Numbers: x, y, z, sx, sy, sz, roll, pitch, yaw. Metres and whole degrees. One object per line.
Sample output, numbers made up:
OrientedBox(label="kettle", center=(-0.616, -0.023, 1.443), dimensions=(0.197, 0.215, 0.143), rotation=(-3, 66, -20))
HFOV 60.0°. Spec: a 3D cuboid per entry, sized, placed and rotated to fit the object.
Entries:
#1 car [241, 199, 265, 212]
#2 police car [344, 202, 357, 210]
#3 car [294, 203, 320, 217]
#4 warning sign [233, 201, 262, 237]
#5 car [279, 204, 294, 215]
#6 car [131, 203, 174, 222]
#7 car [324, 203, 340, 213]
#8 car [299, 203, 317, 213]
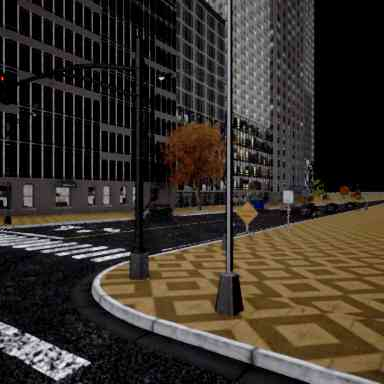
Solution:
OrientedBox(label="car", center=(9.615, 2.113, 52.019), dimensions=(2.150, 2.045, 5.566), rotation=(0, -1, 33))
OrientedBox(label="police car", center=(31.505, 2.737, 65.842), dimensions=(1.930, 1.638, 5.238), rotation=(0, -1, 33))
OrientedBox(label="car", center=(14.692, 2.298, 41.661), dimensions=(1.837, 1.490, 4.892), rotation=(0, -1, 33))
OrientedBox(label="warning sign", center=(3.102, 1.454, 18.567), dimensions=(1.300, 1.860, 1.060), rotation=(1, 1, 33))
OrientedBox(label="car", center=(13.820, 2.400, 46.406), dimensions=(2.033, 1.411, 5.357), rotation=(0, -1, 33))
OrientedBox(label="car", center=(-3.662, 1.805, 31.545), dimensions=(2.097, 1.767, 4.553), rotation=(0, -1, 33))
OrientedBox(label="car", center=(23.089, 2.573, 54.707), dimensions=(1.837, 1.490, 4.892), rotation=(0, -1, 33))
OrientedBox(label="car", center=(19.135, 2.532, 54.745), dimensions=(1.837, 1.490, 4.892), rotation=(0, -1, 33))
